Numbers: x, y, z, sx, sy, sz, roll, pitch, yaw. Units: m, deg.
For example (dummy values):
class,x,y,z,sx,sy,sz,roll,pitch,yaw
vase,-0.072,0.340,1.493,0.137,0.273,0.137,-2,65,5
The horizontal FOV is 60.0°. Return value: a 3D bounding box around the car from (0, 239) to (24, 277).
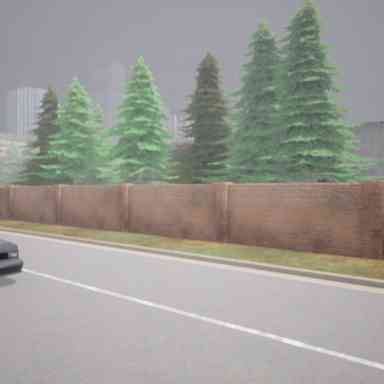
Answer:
class,x,y,z,sx,sy,sz,roll,pitch,yaw
car,-6.559,1.491,8.661,5.357,1.411,2.033,0,0,34
